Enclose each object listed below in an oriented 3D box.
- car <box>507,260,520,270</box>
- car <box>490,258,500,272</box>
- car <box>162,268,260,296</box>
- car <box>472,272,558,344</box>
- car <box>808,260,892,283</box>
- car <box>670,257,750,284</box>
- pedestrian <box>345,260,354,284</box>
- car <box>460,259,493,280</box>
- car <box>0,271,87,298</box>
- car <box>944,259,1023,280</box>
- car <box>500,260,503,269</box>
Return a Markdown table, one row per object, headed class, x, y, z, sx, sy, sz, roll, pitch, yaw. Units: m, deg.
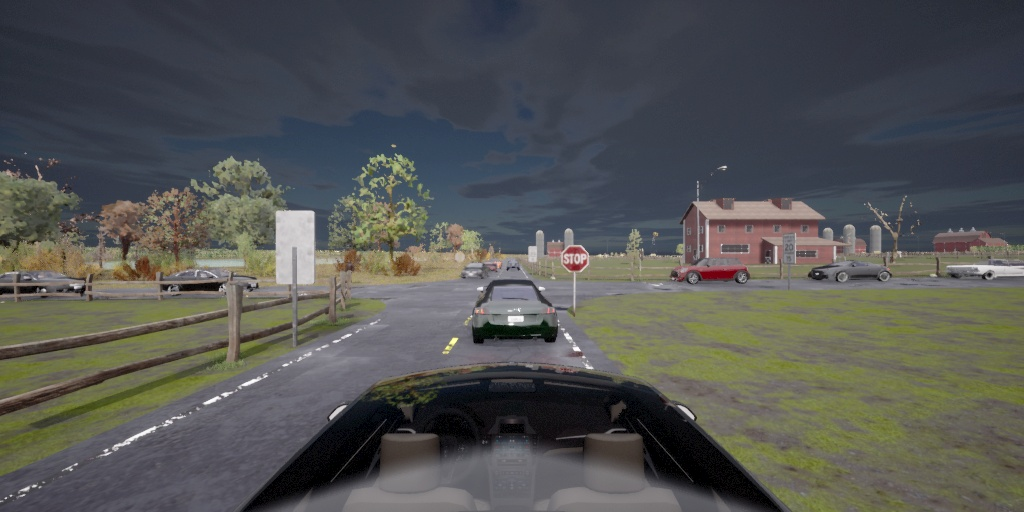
| class | x | y | z | sx | sy | sz | roll | pitch | yaw |
| --- | --- | --- | --- | --- | --- | --- | --- | --- | --- |
| car | 0.181 | 1.290 | 52.356 | 2.033 | 1.411 | 5.357 | 0 | 0 | 0 |
| car | -2.781 | 1.307 | 42.982 | 1.994 | 1.385 | 4.181 | 0 | 0 | 0 |
| car | -17.435 | 1.473 | 20.827 | 4.902 | 1.511 | 2.128 | -1 | 0 | 1 |
| car | -0.009 | 1.312 | 9.662 | 1.994 | 1.385 | 4.181 | 0 | 0 | -3 |
| car | 21.928 | 0.963 | 23.386 | 4.181 | 1.385 | 1.994 | -1 | 0 | 1 |
| car | 12.851 | 0.883 | 23.531 | 4.553 | 1.767 | 2.097 | -1 | 0 | 2 |
| pedestrian | -12.122 | 1.161 | 26.731 | 0.375 | 1.860 | 0.375 | 0 | 1 | 1 |
| car | -3.152 | 1.270 | 31.763 | 1.812 | 1.442 | 4.674 | 0 | 0 | 5 |
| car | -27.806 | 1.616 | 21.024 | 4.902 | 1.511 | 2.128 | -1 | 0 | 2 |
| car | 31.432 | 0.859 | 23.303 | 4.718 | 1.301 | 1.895 | -1 | 0 | 1 |
| car | -2.732 | 1.094 | 55.312 | 2.097 | 1.767 | 4.553 | 0 | 0 | 0 |
